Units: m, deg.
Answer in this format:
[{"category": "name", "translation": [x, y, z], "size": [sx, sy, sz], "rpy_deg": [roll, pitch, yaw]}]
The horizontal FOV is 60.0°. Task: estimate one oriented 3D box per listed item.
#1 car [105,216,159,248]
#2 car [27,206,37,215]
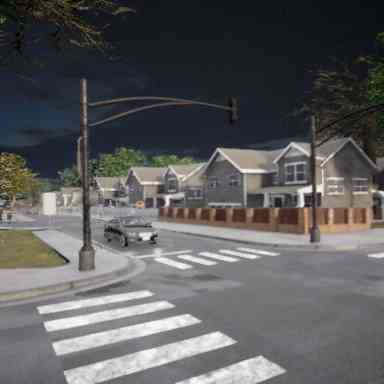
[{"category": "car", "translation": [-3.490, 2.119, 18.605], "size": [2.128, 1.511, 4.902], "rpy_deg": [-1, -2, -30]}, {"category": "car", "translation": [-36.583, 4.457, 76.196], "size": [1.812, 1.442, 4.674], "rpy_deg": [-1, -2, -30]}]
